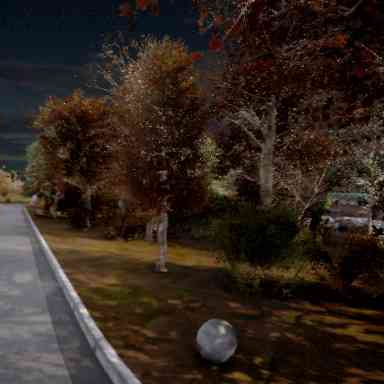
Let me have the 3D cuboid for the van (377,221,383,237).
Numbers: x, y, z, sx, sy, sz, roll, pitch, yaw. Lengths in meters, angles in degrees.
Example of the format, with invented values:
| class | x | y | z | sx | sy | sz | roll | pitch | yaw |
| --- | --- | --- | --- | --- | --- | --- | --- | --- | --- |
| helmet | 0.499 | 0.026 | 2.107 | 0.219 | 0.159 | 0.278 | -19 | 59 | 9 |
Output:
| class | x | y | z | sx | sy | sz | roll | pitch | yaw |
| --- | --- | --- | --- | --- | --- | --- | --- | --- | --- |
| van | 24.526 | 4.596 | 39.442 | 4.442 | 1.987 | 1.878 | 3 | -3 | -28 |

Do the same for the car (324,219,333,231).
| class | x | y | z | sx | sy | sz | roll | pitch | yaw |
| --- | --- | --- | --- | --- | --- | --- | --- | --- | --- |
| car | 20.720 | 5.018 | 46.843 | 4.792 | 1.488 | 2.163 | 3 | -3 | -28 |

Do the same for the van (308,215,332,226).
| class | x | y | z | sx | sy | sz | roll | pitch | yaw |
| --- | --- | --- | --- | --- | --- | --- | --- | --- | --- |
| van | 25.398 | 5.682 | 65.863 | 4.442 | 1.987 | 1.878 | 3 | -2 | -28 |

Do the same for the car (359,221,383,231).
| class | x | y | z | sx | sy | sz | roll | pitch | yaw |
| --- | --- | --- | --- | --- | --- | --- | --- | --- | --- |
| car | 30.679 | 5.783 | 55.966 | 4.792 | 1.488 | 2.163 | 3 | -2 | -28 |

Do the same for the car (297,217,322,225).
| class | x | y | z | sx | sy | sz | roll | pitch | yaw |
| --- | --- | --- | --- | --- | --- | --- | --- | --- | --- |
| car | 24.185 | 5.991 | 68.388 | 4.674 | 1.452 | 2.002 | 3 | -2 | -28 |

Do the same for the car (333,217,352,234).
| class | x | y | z | sx | sy | sz | roll | pitch | yaw |
| --- | --- | --- | --- | --- | --- | --- | --- | --- | --- |
| car | 22.072 | 4.690 | 44.425 | 5.566 | 2.045 | 2.435 | 3 | -3 | -28 |

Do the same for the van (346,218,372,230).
| class | x | y | z | sx | sy | sz | roll | pitch | yaw |
| --- | --- | --- | --- | --- | --- | --- | --- | --- | --- |
| van | 29.309 | 5.566 | 58.416 | 4.442 | 1.987 | 1.878 | 3 | -2 | -28 |

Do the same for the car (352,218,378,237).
| class | x | y | z | sx | sy | sz | roll | pitch | yaw |
| --- | --- | --- | --- | --- | --- | --- | --- | --- | --- |
| car | 23.313 | 4.633 | 41.941 | 5.566 | 2.045 | 2.435 | 3 | -3 | -28 |

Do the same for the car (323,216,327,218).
| class | x | y | z | sx | sy | sz | roll | pitch | yaw |
| --- | --- | --- | --- | --- | --- | --- | --- | --- | --- |
| car | 26.800 | 5.877 | 63.429 | 5.008 | 1.535 | 2.097 | 3 | -2 | -28 |

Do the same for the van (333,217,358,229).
| class | x | y | z | sx | sy | sz | roll | pitch | yaw |
| --- | --- | --- | --- | --- | --- | --- | --- | --- | --- |
| van | 28.213 | 5.620 | 61.004 | 4.442 | 1.987 | 1.878 | 3 | -2 | -28 |
